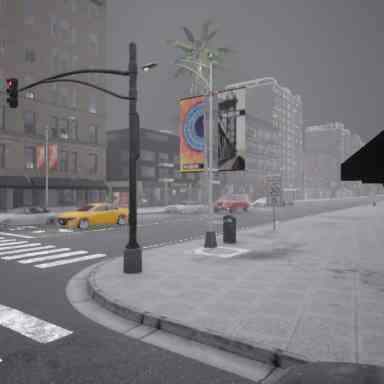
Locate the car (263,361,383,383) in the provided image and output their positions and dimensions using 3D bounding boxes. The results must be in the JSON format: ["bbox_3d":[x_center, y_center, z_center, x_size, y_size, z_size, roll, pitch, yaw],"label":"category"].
[{"bbox_3d":[2.187,1.551,1.288,4.403,1.369,2.008,0,0,35],"label":"car"}]

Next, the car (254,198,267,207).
[{"bbox_3d":[11.227,1.620,51.996,1.812,1.442,4.674,0,0,35],"label":"car"}]

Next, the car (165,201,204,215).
[{"bbox_3d":[-0.777,1.641,35.132,1.895,1.301,4.718,0,0,35],"label":"car"}]

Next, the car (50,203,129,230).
[{"bbox_3d":[-6.279,1.497,21.673,1.882,1.535,5.008,0,0,35],"label":"car"}]

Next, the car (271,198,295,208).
[{"bbox_3d":[13.955,1.607,50.222,1.895,1.301,4.718,0,0,35],"label":"car"}]

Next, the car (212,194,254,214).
[{"bbox_3d":[4.444,1.276,36.892,2.150,2.045,5.566,0,0,35],"label":"car"}]

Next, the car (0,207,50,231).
[{"bbox_3d":[-10.653,1.611,21.118,1.895,1.301,4.718,0,0,35],"label":"car"}]
